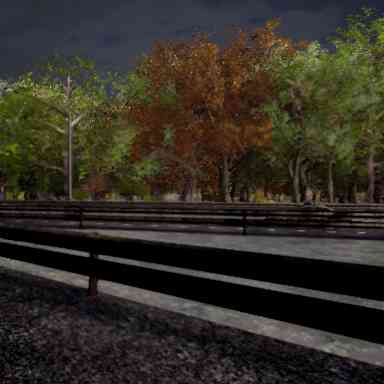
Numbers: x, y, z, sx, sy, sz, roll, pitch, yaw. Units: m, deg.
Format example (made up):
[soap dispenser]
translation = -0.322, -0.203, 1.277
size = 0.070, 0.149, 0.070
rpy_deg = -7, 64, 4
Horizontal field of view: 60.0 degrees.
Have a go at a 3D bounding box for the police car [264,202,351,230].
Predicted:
[police car]
translation = 7.359, 1.495, 21.429
size = 5.238, 1.638, 1.930
rpy_deg = 0, 0, 17
